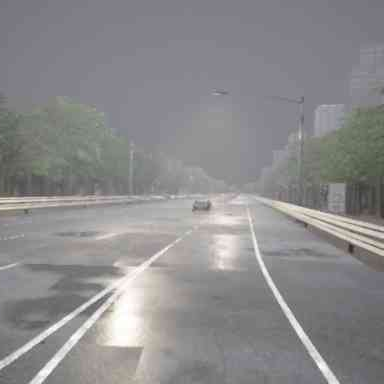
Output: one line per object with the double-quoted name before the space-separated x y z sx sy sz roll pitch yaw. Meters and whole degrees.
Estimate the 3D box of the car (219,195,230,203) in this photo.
"car" 7.354 1.709 77.974 1.882 1.535 5.008 2 0 9

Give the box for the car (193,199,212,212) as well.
"car" 1.255 1.518 38.798 2.128 1.511 4.902 2 0 9
